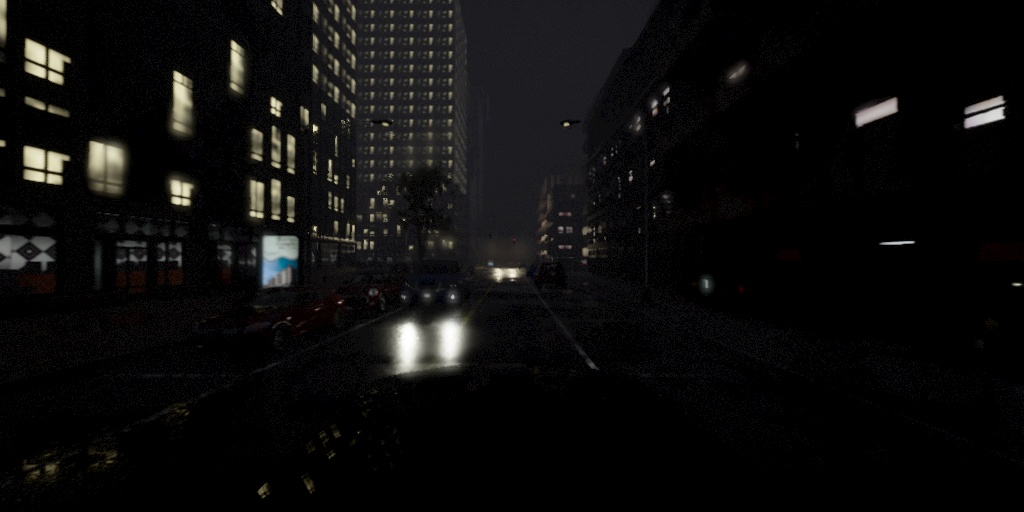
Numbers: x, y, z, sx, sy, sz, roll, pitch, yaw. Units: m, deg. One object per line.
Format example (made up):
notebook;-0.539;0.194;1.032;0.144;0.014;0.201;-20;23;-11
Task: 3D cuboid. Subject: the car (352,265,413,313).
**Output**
car;-5.699;1.329;14.552;1.967;1.591;4.097;0;0;0

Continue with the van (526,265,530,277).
van;2.669;1.476;36.761;1.690;1.789;3.998;0;0;0

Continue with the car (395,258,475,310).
car;-3.109;1.125;15.921;2.150;2.045;5.566;0;-1;0

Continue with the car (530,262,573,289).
car;2.675;1.326;25.659;2.192;1.841;5.009;0;0;0

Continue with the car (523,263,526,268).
car;2.665;1.637;42.311;1.967;1.591;4.097;0;0;0

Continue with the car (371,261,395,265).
car;-5.701;1.265;20.102;2.192;1.841;5.009;0;0;0

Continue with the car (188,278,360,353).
car;-5.695;1.411;9.001;1.802;1.307;4.207;0;0;0
